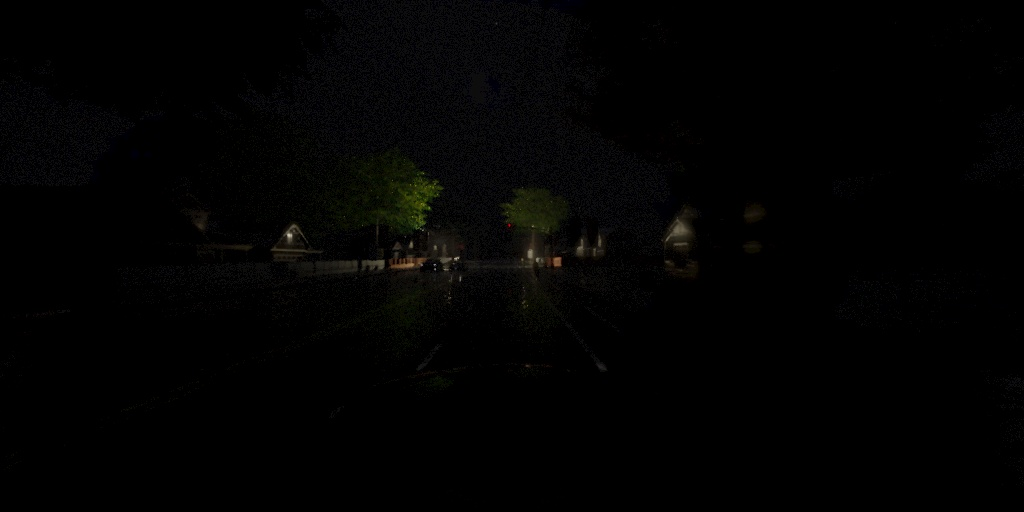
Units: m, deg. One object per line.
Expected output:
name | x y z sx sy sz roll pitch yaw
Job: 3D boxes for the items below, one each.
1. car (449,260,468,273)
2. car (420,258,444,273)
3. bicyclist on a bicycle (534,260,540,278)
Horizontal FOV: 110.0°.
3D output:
car | -6.521 1.241 44.168 2.128 1.511 4.902 0 0 0
car | -9.774 1.099 43.867 2.097 1.767 4.553 0 0 0
bicyclist on a bicycle | 2.284 1.202 32.833 0.582 1.620 1.656 0 0 -1
